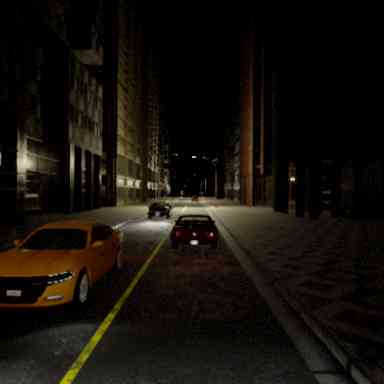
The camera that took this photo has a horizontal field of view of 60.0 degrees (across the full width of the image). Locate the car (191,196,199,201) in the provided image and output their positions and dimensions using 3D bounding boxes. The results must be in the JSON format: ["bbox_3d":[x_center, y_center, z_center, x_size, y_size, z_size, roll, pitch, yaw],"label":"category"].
[{"bbox_3d":[0.889,1.817,94.639,2.033,1.411,5.357,0,0,1],"label":"car"}]

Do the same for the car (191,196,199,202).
[{"bbox_3d":[0.790,1.793,84.219,1.882,1.535,5.008,0,0,1],"label":"car"}]

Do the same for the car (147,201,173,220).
[{"bbox_3d":[-2.774,1.588,29.611,2.128,1.511,4.902,0,0,1],"label":"car"}]

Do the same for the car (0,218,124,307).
[{"bbox_3d":[-3.042,1.487,8.252,1.882,1.535,5.008,0,0,1],"label":"car"}]

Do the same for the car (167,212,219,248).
[{"bbox_3d":[0.122,1.663,15.050,1.895,1.301,4.718,0,0,1],"label":"car"}]
